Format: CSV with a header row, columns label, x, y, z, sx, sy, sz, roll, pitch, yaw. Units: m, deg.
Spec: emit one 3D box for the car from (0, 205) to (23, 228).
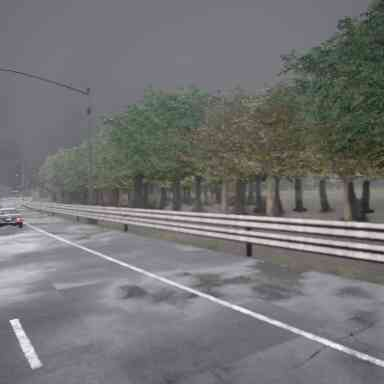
label,x,y,z,sx,sy,sz,roll,pitch,yaw
car,-13.346,1.872,23.826,2.033,1.411,5.357,-2,0,-34
